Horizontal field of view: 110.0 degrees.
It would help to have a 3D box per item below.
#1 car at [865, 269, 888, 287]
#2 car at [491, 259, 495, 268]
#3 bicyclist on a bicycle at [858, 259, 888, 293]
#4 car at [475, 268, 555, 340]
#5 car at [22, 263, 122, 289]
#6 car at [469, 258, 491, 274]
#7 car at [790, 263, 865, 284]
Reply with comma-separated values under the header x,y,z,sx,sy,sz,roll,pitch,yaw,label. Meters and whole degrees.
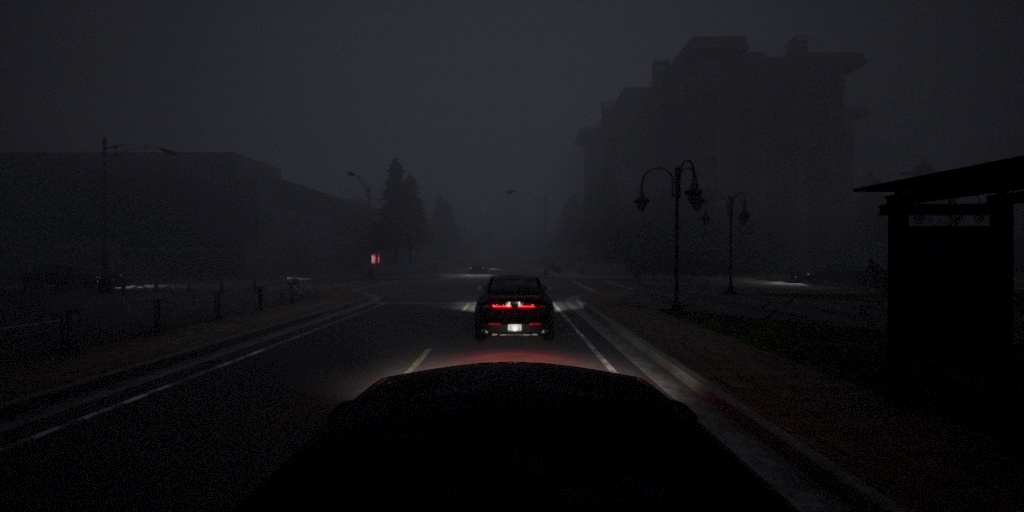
x,y,z,sx,sy,sz,roll,pitch,yaw,label
24.750,1.257,21.817,4.181,1.385,1.994,0,0,0,car
-3.674,1.116,56.009,1.882,1.535,5.008,0,0,0,car
18.254,1.002,18.090,0.582,1.620,1.656,0,0,0,bicyclist on a bicycle
0.065,1.238,9.882,1.837,1.490,4.892,0,0,0,car
-27.139,1.195,22.238,4.892,1.490,1.837,1,0,0,car
-3.666,1.149,39.925,1.882,1.535,5.008,0,0,0,car
22.551,1.211,25.521,4.674,1.442,1.812,0,0,0,car
